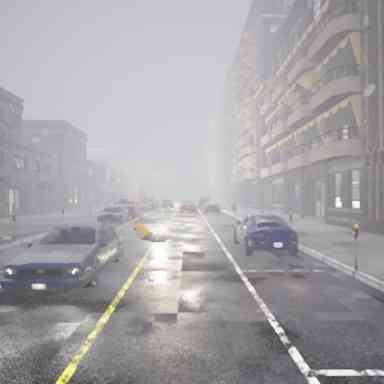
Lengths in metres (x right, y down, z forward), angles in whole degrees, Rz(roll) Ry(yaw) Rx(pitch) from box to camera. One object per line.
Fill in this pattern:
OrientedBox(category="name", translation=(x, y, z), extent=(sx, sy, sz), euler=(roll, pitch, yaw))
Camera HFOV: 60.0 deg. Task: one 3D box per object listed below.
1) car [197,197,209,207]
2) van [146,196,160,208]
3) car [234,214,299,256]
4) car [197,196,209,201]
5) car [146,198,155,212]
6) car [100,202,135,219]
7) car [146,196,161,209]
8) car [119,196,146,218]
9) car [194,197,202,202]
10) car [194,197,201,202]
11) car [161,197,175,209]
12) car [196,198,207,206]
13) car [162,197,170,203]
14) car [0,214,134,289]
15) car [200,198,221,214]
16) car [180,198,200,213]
OrientedBox(category="car", translation=(1.942, 1.762, 60.195), extent=(1.967, 1.590, 4.097), euler=(1, 0, -1))
OrientedBox(category="van", translation=(-6.333, 1.633, 54.344), extent=(1.690, 1.788, 3.998), euler=(1, 0, -1))
OrientedBox(category="car", translation=(2.832, 1.596, 13.340), extent=(1.812, 1.442, 4.674), euler=(0, 0, -1))
OrientedBox(category="car", translation=(2.017, 1.606, 54.510), extent=(2.192, 1.841, 5.009), euler=(1, 0, -1))
OrientedBox(category="car", translation=(-6.230, 1.812, 42.970), extent=(1.802, 1.307, 4.206), euler=(1, 0, -1))
OrientedBox(category="car", translation=(-6.005, 1.704, 25.911), extent=(1.947, 1.339, 4.313), euler=(1, 0, -1))
OrientedBox(category="car", translation=(-6.276, 1.576, 48.658), extent=(2.192, 1.841, 5.009), euler=(1, 0, -1))
OrientedBox(category="car", translation=(-6.072, 1.484, 31.598), extent=(2.192, 1.841, 5.009), euler=(1, 0, -1))
OrientedBox(category="car", translation=(1.578, 2.034, 88.625), extent=(2.008, 1.369, 4.403), euler=(1, 0, -1))
OrientedBox(category="car", translation=(1.504, 2.042, 94.481), extent=(1.752, 1.417, 4.829), euler=(1, 0, -1))
OrientedBox(category="car", translation=(-3.743, 1.778, 51.166), extent=(1.837, 1.490, 4.892), euler=(0, 0, -1))
OrientedBox(category="car", translation=(1.868, 1.920, 65.882), extent=(1.947, 1.339, 4.313), euler=(1, 0, -1))
OrientedBox(category="car", translation=(-6.765, 2.008, 88.291), extent=(1.752, 1.417, 4.829), euler=(1, 0, -1))
OrientedBox(category="car", translation=(-3.224, 1.598, 9.603), extent=(2.033, 1.411, 5.357), euler=(0, 0, -1))
OrientedBox(category="car", translation=(2.229, 1.743, 37.451), extent=(1.887, 1.381, 4.507), euler=(1, 0, -1))
OrientedBox(category="car", translation=(-0.426, 1.781, 40.794), extent=(1.994, 1.385, 4.181), euler=(0, 0, -1))
